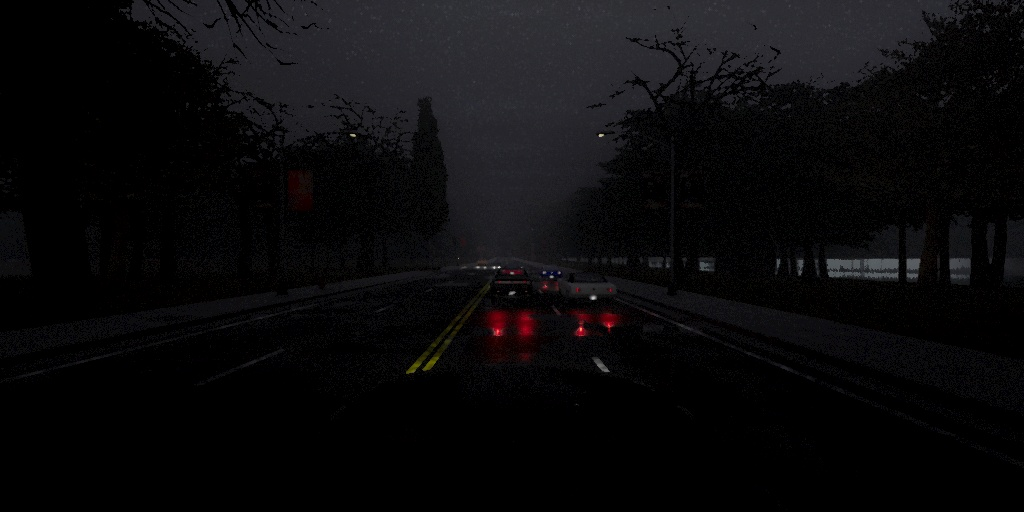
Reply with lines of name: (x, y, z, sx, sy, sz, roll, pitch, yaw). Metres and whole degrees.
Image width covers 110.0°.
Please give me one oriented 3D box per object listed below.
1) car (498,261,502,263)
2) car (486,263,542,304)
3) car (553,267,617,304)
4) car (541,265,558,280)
car: (0.000, 1.378, 31.504, 1.994, 1.385, 4.181, 0, 0, 0)
car: (0.000, 1.261, 16.502, 2.128, 1.511, 4.902, 0, 0, 0)
car: (3.250, 1.382, 16.533, 1.895, 1.301, 4.718, 0, 0, 0)
car: (3.250, 1.422, 31.534, 1.895, 1.301, 4.718, 0, 0, 0)
